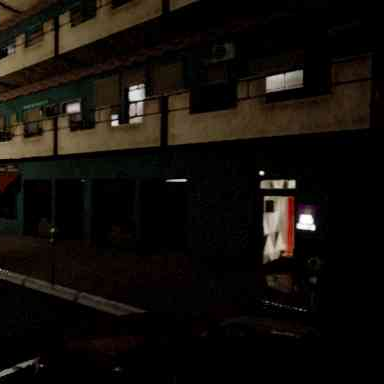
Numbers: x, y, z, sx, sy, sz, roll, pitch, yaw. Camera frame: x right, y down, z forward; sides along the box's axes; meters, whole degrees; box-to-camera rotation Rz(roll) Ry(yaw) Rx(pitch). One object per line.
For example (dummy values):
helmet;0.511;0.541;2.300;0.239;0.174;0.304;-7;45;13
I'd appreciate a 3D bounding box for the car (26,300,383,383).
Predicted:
car;0.413;1.579;2.568;4.206;1.307;1.802;0;1;35
